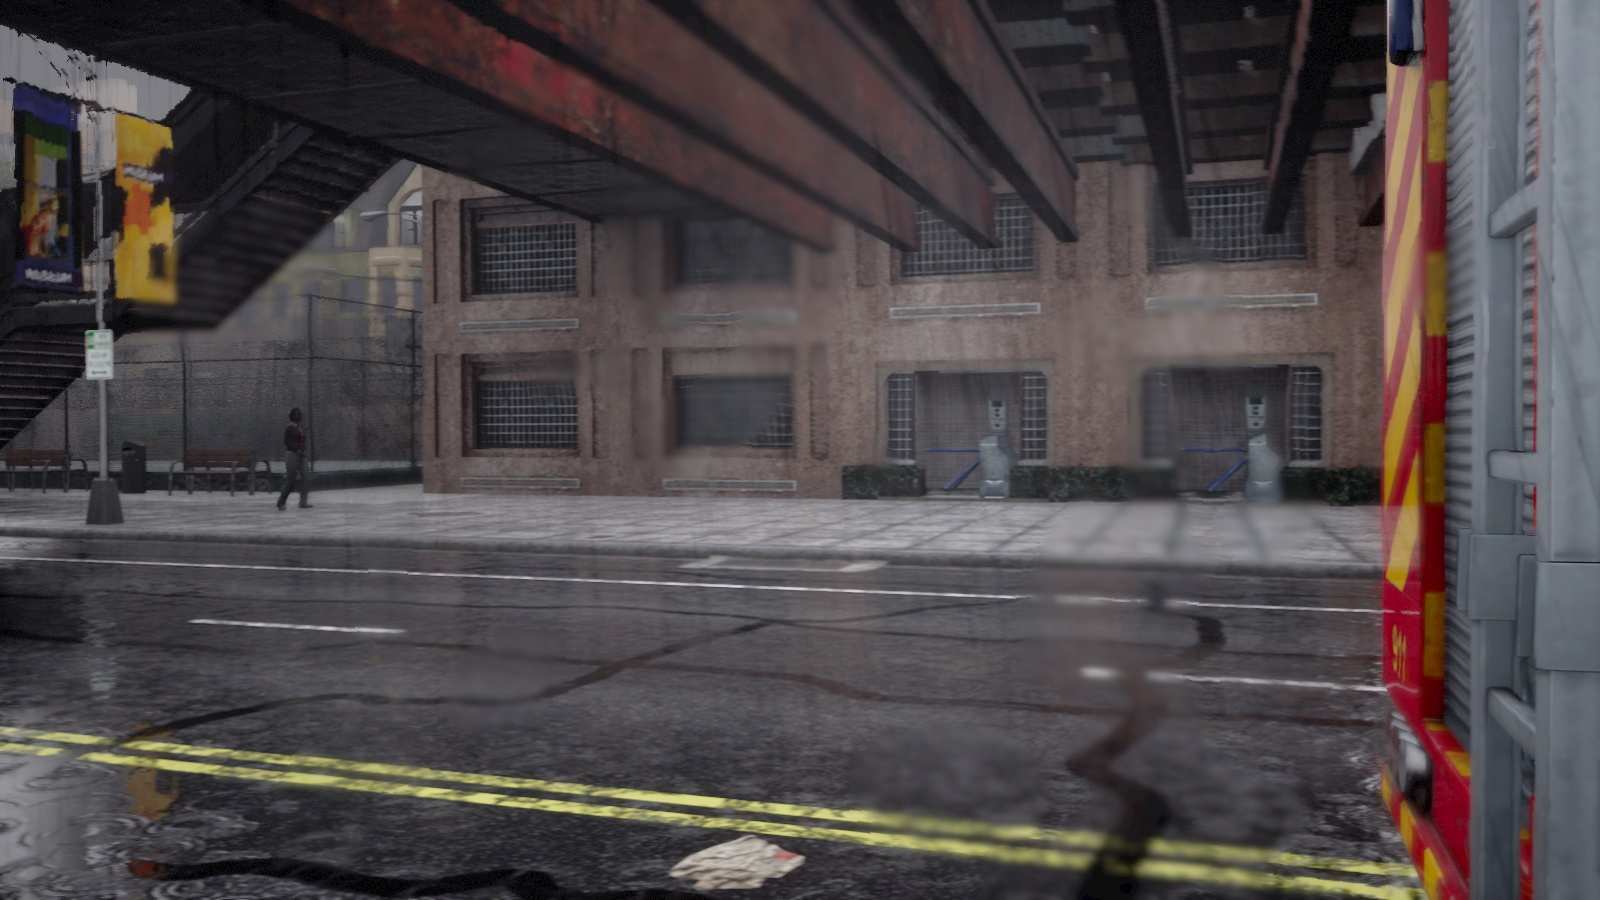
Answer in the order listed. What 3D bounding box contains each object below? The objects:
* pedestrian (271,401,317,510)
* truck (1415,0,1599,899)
[{"bbox_3d":[-9.101,0.089,22.584,0.666,1.930,0.402,1,1,21],"label":"pedestrian"},{"bbox_3d":[5.556,-0.338,1.322,8.468,3.827,2.891,1,1,18],"label":"truck"}]
